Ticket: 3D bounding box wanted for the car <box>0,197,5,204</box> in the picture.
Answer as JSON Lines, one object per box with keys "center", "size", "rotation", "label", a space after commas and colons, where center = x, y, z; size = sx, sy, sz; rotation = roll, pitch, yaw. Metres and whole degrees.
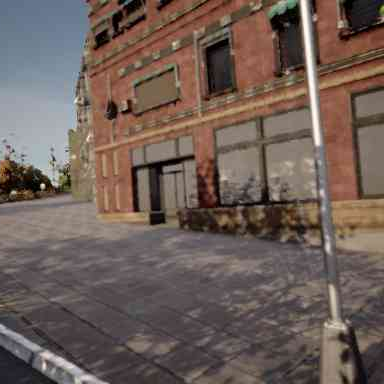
{"center": [-30.981, 1.320, 51.569], "size": [1.994, 1.385, 4.181], "rotation": [-5, 2, 0], "label": "car"}
